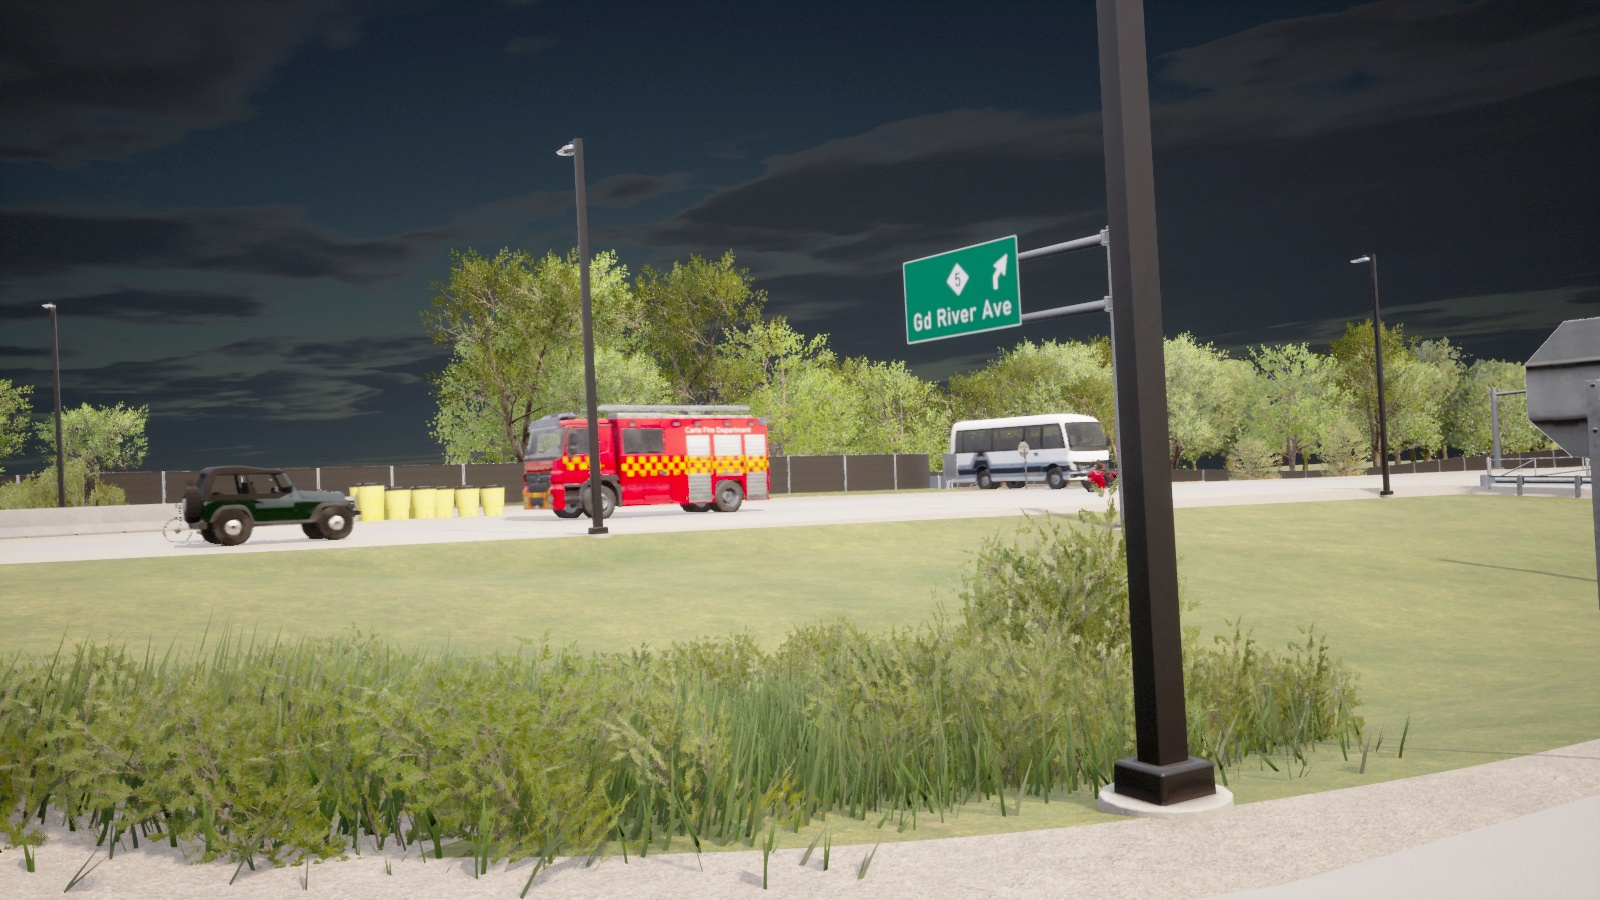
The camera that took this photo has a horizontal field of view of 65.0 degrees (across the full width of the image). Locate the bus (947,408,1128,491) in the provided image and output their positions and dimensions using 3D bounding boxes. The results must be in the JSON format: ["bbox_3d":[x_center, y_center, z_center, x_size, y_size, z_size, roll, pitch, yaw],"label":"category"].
[{"bbox_3d":[13.507,0.047,72.586,3.944,4.253,10.273,-2,-1,-35],"label":"bus"}]

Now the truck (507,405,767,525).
[{"bbox_3d":[-5.563,0.450,43.861,8.468,3.827,2.891,-2,-2,-35],"label":"truck"}]

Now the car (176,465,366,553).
[{"bbox_3d":[-12.758,1.400,30.329,3.866,1.878,1.905,-2,-2,-35],"label":"car"}]

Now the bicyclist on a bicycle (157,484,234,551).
[{"bbox_3d":[-15.665,1.739,32.561,1.656,1.620,0.582,-2,-1,-35],"label":"bicyclist on a bicycle"}]
